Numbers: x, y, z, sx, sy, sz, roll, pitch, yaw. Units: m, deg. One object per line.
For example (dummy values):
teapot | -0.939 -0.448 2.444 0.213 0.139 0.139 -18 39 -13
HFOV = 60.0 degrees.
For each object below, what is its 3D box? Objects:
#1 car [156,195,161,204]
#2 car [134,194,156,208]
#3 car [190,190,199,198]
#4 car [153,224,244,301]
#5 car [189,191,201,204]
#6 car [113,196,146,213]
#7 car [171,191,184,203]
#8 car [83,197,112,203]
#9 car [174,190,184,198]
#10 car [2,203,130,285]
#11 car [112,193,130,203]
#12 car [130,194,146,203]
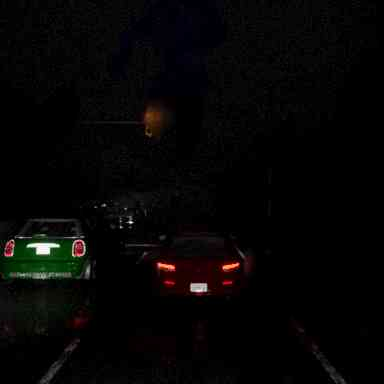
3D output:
car | -6.643 1.335 59.692 1.837 1.490 4.892 0 2 1
car | -6.763 1.491 47.119 2.128 1.511 4.902 0 0 1
car | 0.575 0.473 76.766 1.837 1.490 4.892 0 3 0
car | 0.132 1.526 8.192 1.812 1.442 4.674 0 0 0
car | 0.541 1.138 60.695 2.097 1.767 4.553 0 2 0
car | -6.841 1.491 37.003 2.128 1.511 4.902 0 0 2
car | -2.943 1.178 62.640 1.882 1.535 5.008 0 2 0
car | -10.367 1.477 35.428 1.882 1.535 5.008 0 0 1
car | -2.927 0.510 76.557 2.128 1.511 4.902 0 3 0
car | -3.360 1.352 9.659 2.097 1.767 4.553 0 0 0
car | -10.255 1.222 47.970 2.150 2.045 5.566 0 0 1
car | -10.094 1.185 62.772 2.128 1.511 4.902 0 3 1
